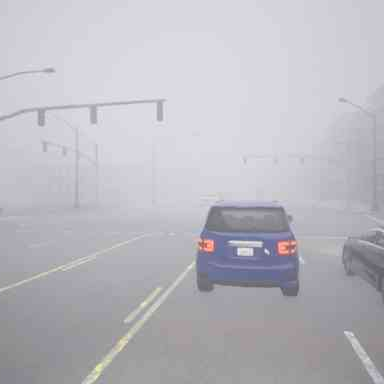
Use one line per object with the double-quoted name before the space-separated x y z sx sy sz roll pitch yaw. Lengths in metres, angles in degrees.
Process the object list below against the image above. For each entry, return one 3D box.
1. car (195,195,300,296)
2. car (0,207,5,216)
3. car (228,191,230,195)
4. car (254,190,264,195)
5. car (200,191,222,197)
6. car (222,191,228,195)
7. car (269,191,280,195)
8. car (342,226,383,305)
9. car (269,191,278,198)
"car" 1.511 1.220 8.911 2.150 2.045 5.566 0 0 11
"car" -19.015 1.502 29.285 4.892 1.490 1.837 0 0 10
"car" 6.615 0.727 67.889 2.150 2.045 5.566 0 1 12
"car" 15.261 0.888 75.459 1.994 1.385 4.181 0 1 11
"car" 2.489 1.069 47.462 2.150 2.045 5.566 0 1 11
"car" 4.515 0.914 57.649 2.150 2.045 5.566 0 1 11
"car" 18.732 0.864 74.962 2.128 1.511 4.902 0 1 11
"car" 4.779 1.490 7.389 2.128 1.511 4.902 0 0 11
"car" 20.711 0.534 84.965 2.097 1.767 4.553 0 1 11
